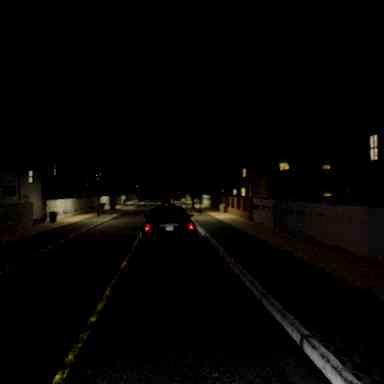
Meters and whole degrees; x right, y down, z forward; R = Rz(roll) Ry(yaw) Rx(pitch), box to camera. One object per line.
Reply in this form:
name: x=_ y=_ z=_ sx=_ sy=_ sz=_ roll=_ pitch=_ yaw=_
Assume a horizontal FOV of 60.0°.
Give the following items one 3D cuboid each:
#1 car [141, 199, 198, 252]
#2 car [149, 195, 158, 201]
car: x=-0.979 y=1.347 z=14.157 sx=2.097 sy=1.767 sz=4.553 roll=-1 pitch=0 yaw=-4
car: x=-8.843 y=1.396 z=76.117 sx=1.895 sy=1.301 sz=4.718 roll=-1 pitch=0 yaw=-5
